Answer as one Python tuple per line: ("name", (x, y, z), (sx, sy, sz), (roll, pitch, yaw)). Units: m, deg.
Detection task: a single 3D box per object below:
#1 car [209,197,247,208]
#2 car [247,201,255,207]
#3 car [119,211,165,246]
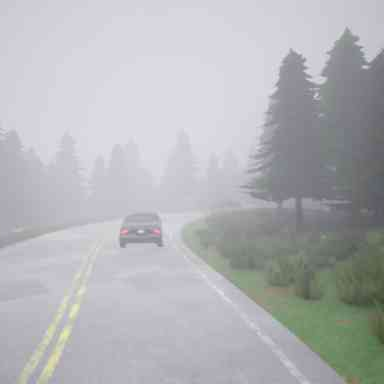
("car", (3.709, 1.324, 36.957), (2.128, 1.511, 4.902), (-4, -3, 36))
("car", (7.394, 1.904, 45.376), (4.718, 1.301, 1.895), (3, -6, -36))
("car", (-2.248, 1.561, 15.338), (2.033, 1.411, 5.357), (0, 0, -6))
